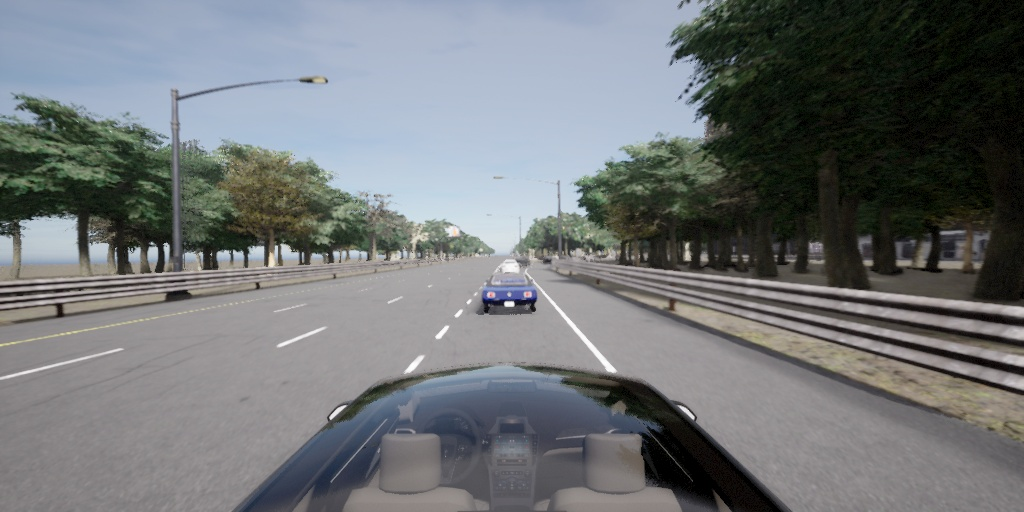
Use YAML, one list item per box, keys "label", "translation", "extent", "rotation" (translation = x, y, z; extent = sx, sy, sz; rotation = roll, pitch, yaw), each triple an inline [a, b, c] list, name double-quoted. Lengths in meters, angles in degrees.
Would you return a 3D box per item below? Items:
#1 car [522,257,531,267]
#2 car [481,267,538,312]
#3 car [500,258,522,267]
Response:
- label: "car"
  translation: [1.820, 0.969, 56.883]
  extent: [1.837, 1.490, 4.892]
  rotation: [-2, 0, 12]
- label: "car"
  translation: [-0.094, 1.293, 14.044]
  extent: [1.895, 1.301, 4.718]
  rotation: [-1, 0, 0]
- label: "car"
  translation: [-0.201, 1.116, 35.989]
  extent: [1.812, 1.442, 4.674]
  rotation: [-1, 0, 0]
